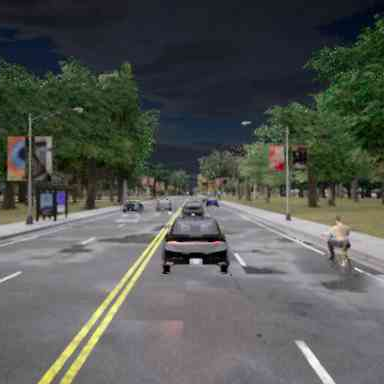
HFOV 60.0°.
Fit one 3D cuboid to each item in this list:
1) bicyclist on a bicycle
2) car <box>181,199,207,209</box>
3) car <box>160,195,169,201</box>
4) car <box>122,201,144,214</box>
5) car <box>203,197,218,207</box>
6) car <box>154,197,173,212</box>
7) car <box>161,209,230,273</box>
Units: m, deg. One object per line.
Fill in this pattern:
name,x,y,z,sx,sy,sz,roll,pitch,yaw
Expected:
bicyclist on a bicycle,4.159,1.467,9.497,0.866,1.612,1.509,0,0,0
car,0.091,1.596,28.951,1.837,1.490,4.892,0,0,0
car,-6.526,1.431,79.181,1.994,1.385,4.181,0,0,0
car,-6.604,1.684,37.749,1.994,1.385,4.181,0,0,0
car,3.328,1.661,56.502,1.882,1.535,5.008,0,0,0
car,-3.355,1.655,40.482,1.812,1.442,4.674,0,0,0
car,0.096,1.525,10.738,2.128,1.511,4.902,0,0,0
